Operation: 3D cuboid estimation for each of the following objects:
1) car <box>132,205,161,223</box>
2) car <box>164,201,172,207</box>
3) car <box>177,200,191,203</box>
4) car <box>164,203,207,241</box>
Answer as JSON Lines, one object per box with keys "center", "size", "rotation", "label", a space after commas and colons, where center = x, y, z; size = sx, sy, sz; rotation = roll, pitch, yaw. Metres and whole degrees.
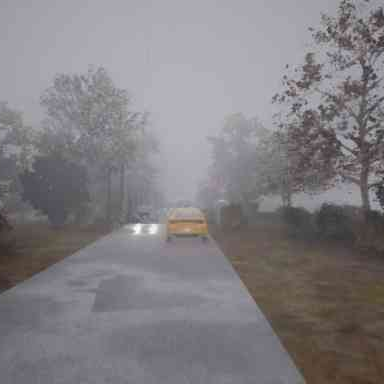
{"center": [-3.526, 1.702, 26.376], "size": [1.994, 1.385, 4.181], "rotation": [0, -1, -2], "label": "car"}
{"center": [-4.648, 2.575, 67.373], "size": [1.994, 1.385, 4.181], "rotation": [0, -2, -1], "label": "car"}
{"center": [-0.934, 1.648, 37.651], "size": [2.097, 1.767, 4.553], "rotation": [0, -1, -2], "label": "car"}
{"center": [-0.288, 1.529, 17.129], "size": [1.882, 1.535, 5.008], "rotation": [0, 0, -2], "label": "car"}
